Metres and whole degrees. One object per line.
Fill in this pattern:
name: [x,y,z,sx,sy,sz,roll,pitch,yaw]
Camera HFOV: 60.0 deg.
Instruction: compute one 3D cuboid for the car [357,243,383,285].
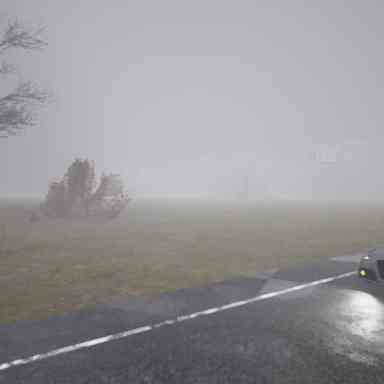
car: [5.969,1.554,8.250,4.181,1.385,1.994,0,0,-36]
